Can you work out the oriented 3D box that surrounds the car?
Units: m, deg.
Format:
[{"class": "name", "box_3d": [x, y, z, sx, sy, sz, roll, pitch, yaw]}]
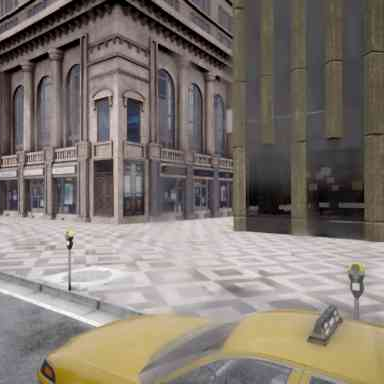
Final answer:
[{"class": "car", "box_3d": [0.718, 1.525, 2.462, 4.829, 1.417, 1.752, 0, 0, 36]}]
